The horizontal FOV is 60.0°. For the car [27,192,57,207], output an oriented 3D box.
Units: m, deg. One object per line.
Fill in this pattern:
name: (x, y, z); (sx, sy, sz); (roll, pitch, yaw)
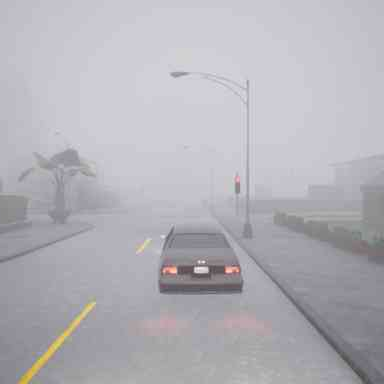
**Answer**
car: (-19.782, 0.985, 43.806); (1.905, 1.878, 3.866); (0, 0, 35)

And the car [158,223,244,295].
car: (0.109, 1.547, 8.902); (2.033, 1.411, 5.357); (0, 0, -2)
